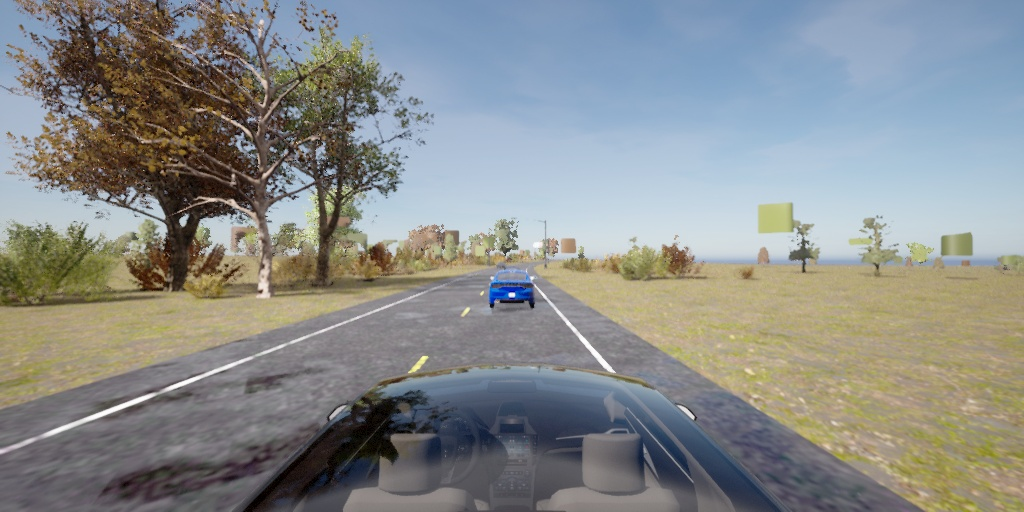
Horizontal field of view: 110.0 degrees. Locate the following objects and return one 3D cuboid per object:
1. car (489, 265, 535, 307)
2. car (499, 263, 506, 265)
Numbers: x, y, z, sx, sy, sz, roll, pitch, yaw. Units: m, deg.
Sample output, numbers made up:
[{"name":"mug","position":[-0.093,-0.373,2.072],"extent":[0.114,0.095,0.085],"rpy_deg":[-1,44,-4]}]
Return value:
[{"name":"car","position":[0.007,1.366,16.323],"extent":[1.882,1.535,5.008],"rpy_deg":[0,0,0]},{"name":"car","position":[0.012,1.593,31.134],"extent":[1.994,1.385,4.181],"rpy_deg":[0,-1,0]}]
